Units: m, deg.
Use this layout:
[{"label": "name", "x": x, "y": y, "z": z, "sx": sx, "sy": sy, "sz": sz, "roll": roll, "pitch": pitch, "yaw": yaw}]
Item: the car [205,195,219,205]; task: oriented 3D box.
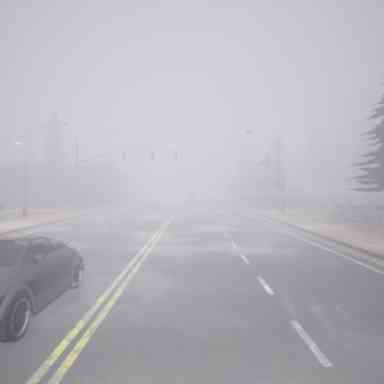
[{"label": "car", "x": 3.493, "y": 1.356, "z": 55.749, "sx": 2.128, "sy": 1.511, "sz": 4.902, "roll": 0, "pitch": 0, "yaw": 0}]

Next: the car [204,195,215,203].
[{"label": "car", "x": 3.491, "y": 1.305, "z": 66.184, "sx": 1.882, "sy": 1.535, "sz": 5.008, "roll": 0, "pitch": 0, "yaw": 0}]

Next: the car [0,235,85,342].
[{"label": "car", "x": -3.562, "y": 1.547, "z": 6.286, "sx": 1.994, "sy": 1.385, "sz": 4.181, "roll": 0, "pitch": 0, "yaw": 0}]

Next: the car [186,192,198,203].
[{"label": "car", "x": -0.009, "y": 1.061, "z": 66.213, "sx": 2.150, "sy": 2.045, "sz": 5.566, "roll": 0, "pitch": 0, "yaw": 0}]
